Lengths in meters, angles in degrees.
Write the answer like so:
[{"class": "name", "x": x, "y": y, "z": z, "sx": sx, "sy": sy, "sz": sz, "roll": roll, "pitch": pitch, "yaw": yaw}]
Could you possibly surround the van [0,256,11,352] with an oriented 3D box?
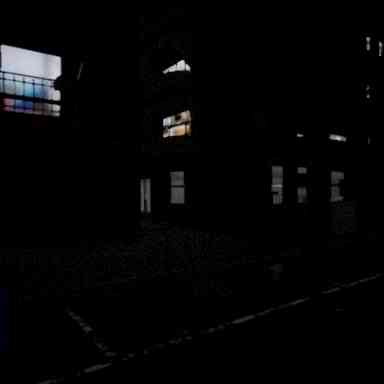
[{"class": "van", "x": -4.173, "y": 1.364, "z": 3.588, "sx": 3.998, "sy": 1.788, "sz": 1.690, "roll": -1, "pitch": 1, "yaw": -35}]
